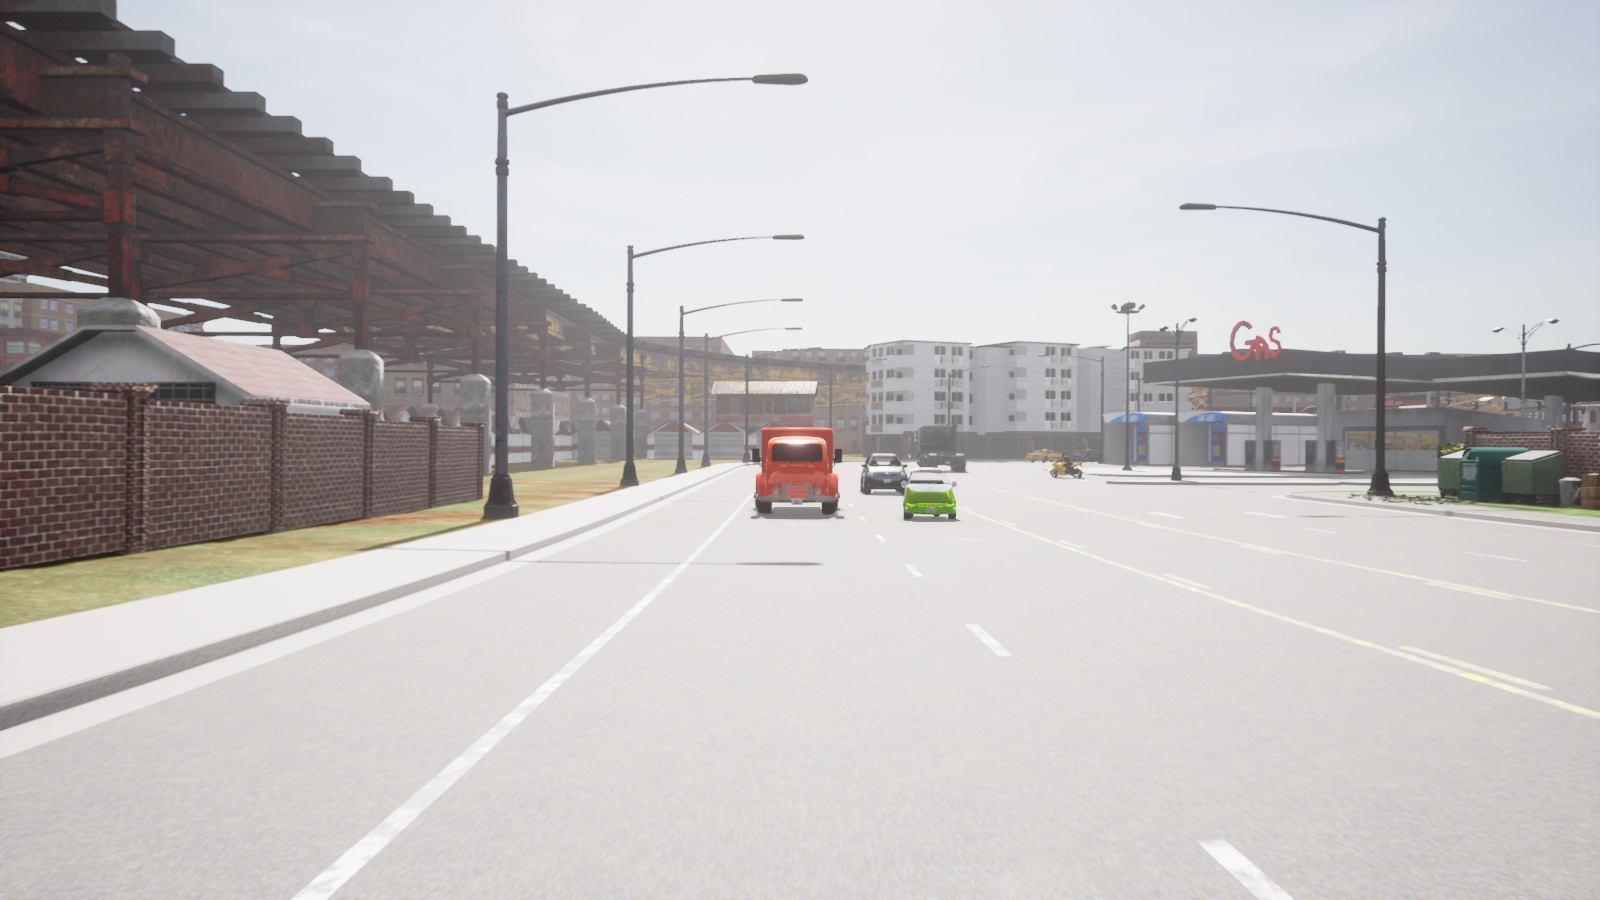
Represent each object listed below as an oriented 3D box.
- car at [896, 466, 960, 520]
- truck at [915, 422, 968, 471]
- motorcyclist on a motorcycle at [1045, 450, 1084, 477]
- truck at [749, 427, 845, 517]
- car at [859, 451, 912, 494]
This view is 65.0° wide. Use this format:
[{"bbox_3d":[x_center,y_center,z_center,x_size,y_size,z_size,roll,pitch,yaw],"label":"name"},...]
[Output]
[{"bbox_3d":[3.424,1.128,33.774,1.481,1.376,2.207,0,0,0],"label":"car"},{"bbox_3d":[10.264,-0.263,91.590,2.891,3.462,7.936,0,0,0],"label":"truck"},{"bbox_3d":[15.377,0.787,73.106,2.044,1.523,0.797,0,-4,34],"label":"motorcyclist on a motorcycle"},{"bbox_3d":[-0.086,0.585,37.060,2.627,2.467,5.204,0,0,0],"label":"truck"},{"bbox_3d":[3.385,0.879,50.366,1.851,1.617,3.988,0,0,0],"label":"car"}]
